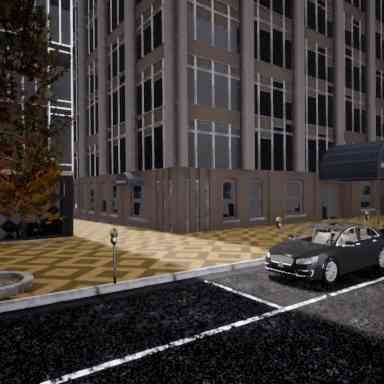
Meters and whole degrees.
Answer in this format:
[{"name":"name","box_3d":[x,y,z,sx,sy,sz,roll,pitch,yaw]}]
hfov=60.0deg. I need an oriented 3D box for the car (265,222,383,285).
[{"name":"car","box_3d":[3.936,1.549,9.372,4.403,1.369,2.008,0,-1,-35]}]
